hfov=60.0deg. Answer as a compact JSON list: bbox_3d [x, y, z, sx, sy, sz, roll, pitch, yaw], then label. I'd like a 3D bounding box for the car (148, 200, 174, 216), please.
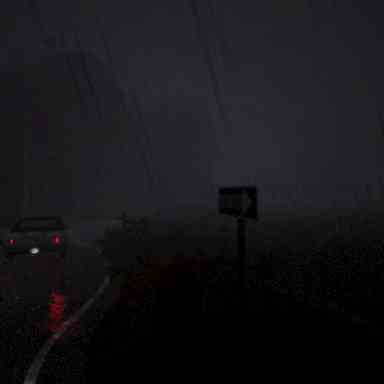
[{"bbox_3d":[-2.108,1.526,31.105,2.128,1.511,4.902,0,0,31],"label":"car"}]

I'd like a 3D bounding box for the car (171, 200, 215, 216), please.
[{"bbox_3d":[0.449,1.609,28.257,1.994,1.385,4.181,0,0,31],"label":"car"}]

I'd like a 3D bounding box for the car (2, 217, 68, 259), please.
[{"bbox_3d":[-5.758,1.589,12.732,1.895,1.301,4.718,0,0,-20],"label":"car"}]
